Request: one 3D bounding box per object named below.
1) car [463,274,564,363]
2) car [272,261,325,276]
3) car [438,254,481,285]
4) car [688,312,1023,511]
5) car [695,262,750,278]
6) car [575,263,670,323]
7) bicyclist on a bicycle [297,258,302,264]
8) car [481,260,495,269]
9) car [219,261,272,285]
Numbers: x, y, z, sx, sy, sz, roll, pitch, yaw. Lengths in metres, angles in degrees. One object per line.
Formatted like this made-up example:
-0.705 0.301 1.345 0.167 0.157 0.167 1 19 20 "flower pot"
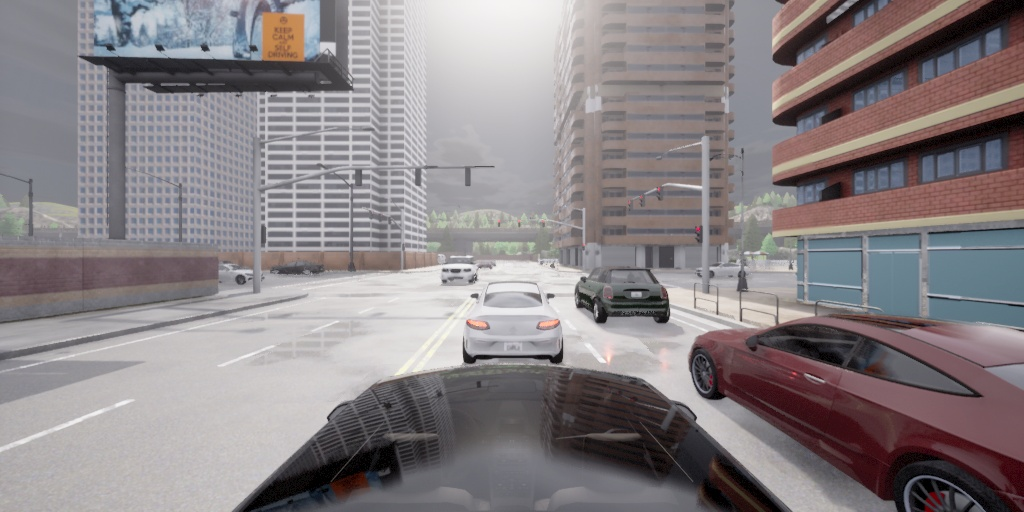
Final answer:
0.017 1.275 8.001 1.812 1.442 4.674 0 0 0 "car"
-21.747 1.225 36.395 5.008 1.535 1.882 0 0 1 "car"
-3.797 0.970 26.802 2.150 2.045 5.566 0 0 0 "car"
3.580 1.276 3.498 1.812 1.442 4.674 0 0 0 "car"
19.387 1.274 33.079 4.674 1.442 1.812 0 0 0 "car"
3.499 1.101 12.217 2.097 1.767 4.553 0 0 0 "car"
-25.974 1.048 43.763 0.582 1.620 1.656 0 0 0 "bicyclist on a bicycle"
-4.012 1.272 55.028 1.812 1.442 4.674 0 0 -1 "car"
-20.443 1.274 25.817 4.674 1.442 1.812 0 0 0 "car"
